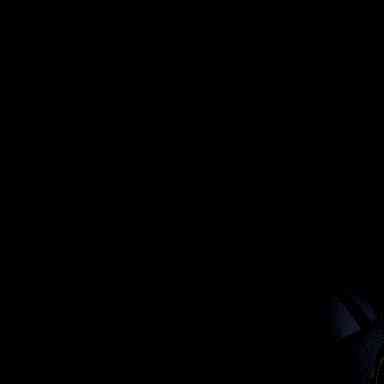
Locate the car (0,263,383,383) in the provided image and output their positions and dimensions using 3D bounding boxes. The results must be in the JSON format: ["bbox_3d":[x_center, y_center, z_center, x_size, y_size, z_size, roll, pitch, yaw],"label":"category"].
[{"bbox_3d":[0.429,1.547,3.378,5.357,1.411,2.033,0,0,-35],"label":"car"}]
